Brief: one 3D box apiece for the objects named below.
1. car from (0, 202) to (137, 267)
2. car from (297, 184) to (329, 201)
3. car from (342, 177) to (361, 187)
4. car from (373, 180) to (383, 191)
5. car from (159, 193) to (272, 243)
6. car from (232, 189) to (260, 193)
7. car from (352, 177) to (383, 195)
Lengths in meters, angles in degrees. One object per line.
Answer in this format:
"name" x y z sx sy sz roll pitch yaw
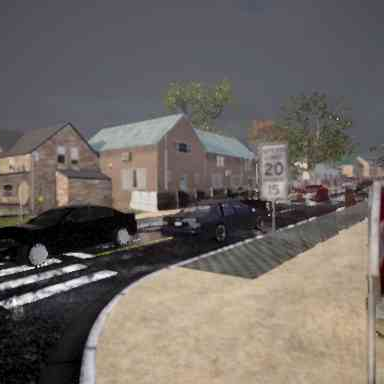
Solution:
"car" -3.954 1.159 10.654 1.882 1.535 5.008 -1 2 34
"car" 11.219 0.025 30.562 1.812 1.442 4.674 -1 2 38
"car" 20.572 -1.251 42.427 2.097 1.767 4.553 0 2 38
"car" 25.893 -0.886 44.771 1.895 1.301 4.718 0 2 38
"car" 1.083 0.979 12.942 2.033 1.411 5.357 0 2 38
"car" 3.232 0.620 20.333 1.837 1.490 4.892 0 2 38
"car" 19.453 -0.504 36.443 1.882 1.535 5.008 0 2 38
